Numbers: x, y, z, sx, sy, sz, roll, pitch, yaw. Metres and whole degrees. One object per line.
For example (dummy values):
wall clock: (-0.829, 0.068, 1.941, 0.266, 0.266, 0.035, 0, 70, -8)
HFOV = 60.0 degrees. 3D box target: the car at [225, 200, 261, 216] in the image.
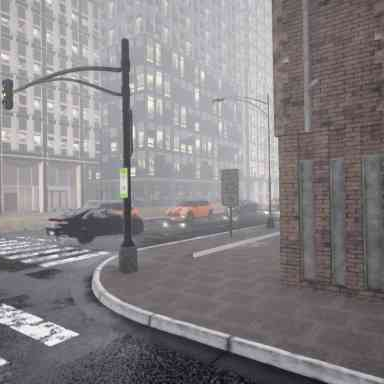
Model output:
car: (5.151, 1.590, 34.341, 2.128, 1.511, 4.902, -1, -1, 36)

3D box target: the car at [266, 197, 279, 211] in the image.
car: (11.094, 1.471, 42.521, 2.097, 1.767, 4.553, -1, -1, 36)

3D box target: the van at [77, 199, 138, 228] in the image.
van: (-5.895, 1.460, 23.492, 1.690, 1.788, 3.998, -2, -1, 36)

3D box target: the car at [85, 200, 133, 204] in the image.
car: (-5.335, 1.416, 19.892, 2.097, 1.767, 4.553, -1, -1, 37)

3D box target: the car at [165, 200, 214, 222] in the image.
car: (-0.128, 1.432, 27.047, 2.097, 1.767, 4.553, -1, -1, 36)

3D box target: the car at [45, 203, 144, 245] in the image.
car: (-4.372, 1.486, 15.696, 2.128, 1.511, 4.902, -1, -1, 36)
